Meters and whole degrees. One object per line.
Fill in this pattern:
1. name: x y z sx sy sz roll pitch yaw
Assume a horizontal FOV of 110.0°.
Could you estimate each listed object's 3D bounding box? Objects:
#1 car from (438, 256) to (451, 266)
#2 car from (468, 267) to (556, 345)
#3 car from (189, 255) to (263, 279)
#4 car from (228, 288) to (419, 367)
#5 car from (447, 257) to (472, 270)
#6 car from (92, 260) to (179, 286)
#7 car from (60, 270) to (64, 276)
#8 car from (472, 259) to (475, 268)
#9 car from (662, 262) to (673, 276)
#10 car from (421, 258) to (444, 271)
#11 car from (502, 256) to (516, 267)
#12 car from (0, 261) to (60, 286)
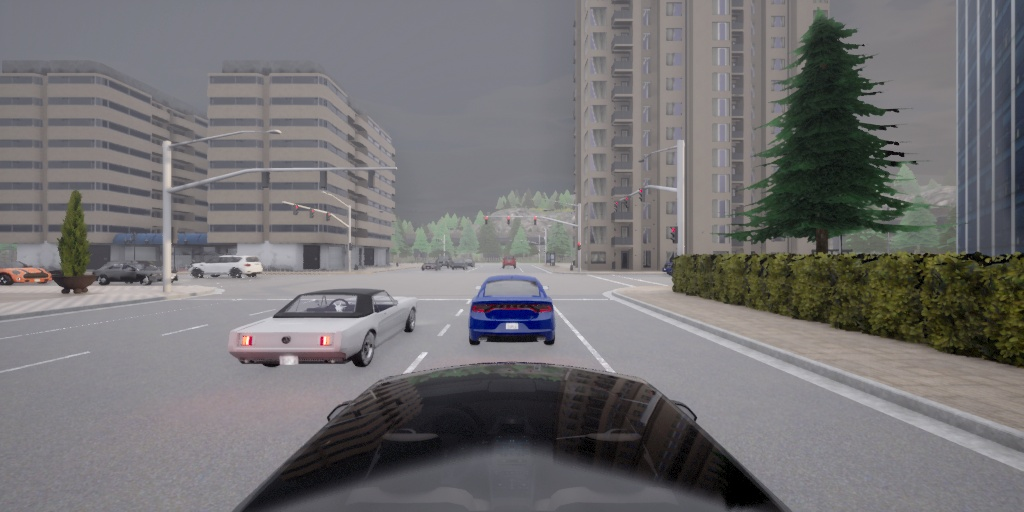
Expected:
1. car: -11.093 0.971 58.747 2.150 2.045 5.566 0 0 0
2. car: -0.004 1.228 9.521 1.882 1.535 5.008 0 0 0
3. car: -25.447 0.971 32.016 5.566 2.045 2.150 0 0 0
4. car: -3.497 1.351 7.855 1.895 1.301 4.718 0 0 0
5. car: -7.522 1.298 52.004 2.033 1.411 5.357 0 0 0
6. car: -25.947 1.241 24.792 4.902 1.511 2.128 0 0 1
7. car: -38.615 1.351 28.329 4.718 1.301 1.895 0 0 0
8. car: -7.610 1.228 62.625 1.882 1.535 5.008 0 0 0
9. car: 17.892 0.971 35.469 5.566 2.045 2.150 0 0 0
10. car: -11.005 1.314 48.862 1.994 1.385 4.181 0 0 0
11. car: -0.465 0.971 61.231 2.150 2.045 5.566 0 0 -1
12. car: -35.099 1.102 24.822 4.553 1.767 2.097 0 0 0
